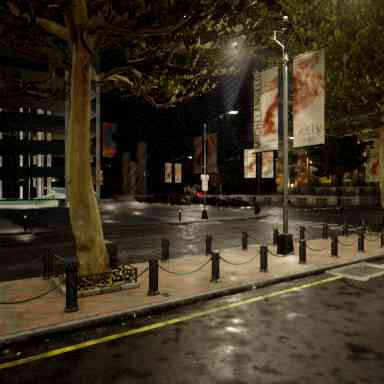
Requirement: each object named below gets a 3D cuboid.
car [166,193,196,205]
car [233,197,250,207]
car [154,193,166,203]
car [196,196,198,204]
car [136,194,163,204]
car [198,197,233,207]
[{"bbox_3d":[-1.967,1.352,57.725,2.097,1.767,4.553,0,0,-37],"label":"car"},{"bbox_3d":[6.530,1.547,51.960,2.033,1.411,5.357,0,0,-35],"label":"car"},{"bbox_3d":[-5.758,1.221,67.985,5.566,2.045,2.150,0,0,45],"label":"car"},{"bbox_3d":[0.951,1.526,59.689,1.812,1.442,4.674,0,0,-36],"label":"car"},{"bbox_3d":[-8.775,1.547,65.828,5.357,1.411,2.033,0,0,43],"label":"car"},{"bbox_3d":[3.472,1.478,50.210,1.882,1.535,5.008,0,0,-35],"label":"car"}]
